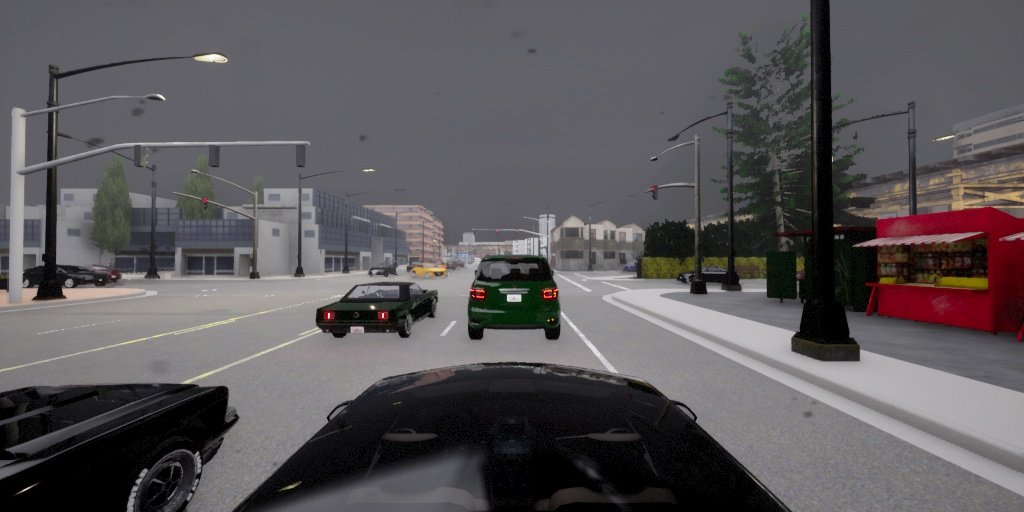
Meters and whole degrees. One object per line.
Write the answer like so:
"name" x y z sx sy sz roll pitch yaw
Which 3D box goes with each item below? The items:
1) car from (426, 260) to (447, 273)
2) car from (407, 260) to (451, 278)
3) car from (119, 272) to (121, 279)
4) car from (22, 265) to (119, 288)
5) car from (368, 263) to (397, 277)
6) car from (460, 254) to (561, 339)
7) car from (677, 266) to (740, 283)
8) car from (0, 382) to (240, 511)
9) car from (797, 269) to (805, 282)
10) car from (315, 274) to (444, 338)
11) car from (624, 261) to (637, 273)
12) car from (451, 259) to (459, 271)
"car" -10.615 1.493 50.751 2.097 1.767 4.553 0 0 0
"car" -8.406 1.482 36.025 1.882 1.535 5.008 -1 0 -37
"car" -32.699 1.414 27.384 4.674 1.442 1.812 0 -1 1
"car" -29.637 1.343 23.733 4.892 1.490 1.837 0 -1 1
"car" -14.145 1.537 39.398 2.128 1.511 4.902 0 -1 0
"car" 0.062 0.986 10.206 2.150 2.045 5.566 0 0 0
"car" 14.753 1.448 27.089 4.181 1.385 1.994 0 -1 0
"car" -3.402 1.351 1.084 1.895 1.301 4.718 0 0 0
"car" 23.250 1.409 27.020 4.674 1.442 1.812 0 -1 1
"car" -3.435 1.368 10.223 1.895 1.301 4.718 0 0 0
"car" 18.888 1.610 54.555 2.097 1.767 4.553 -1 -1 45
"car" -10.604 1.723 60.459 1.994 1.385 4.181 0 0 0
